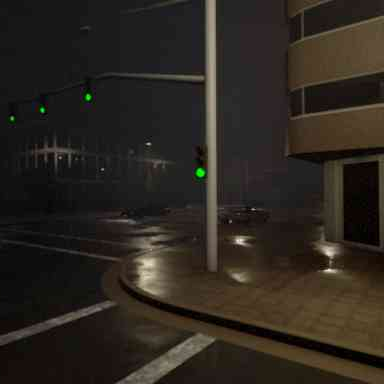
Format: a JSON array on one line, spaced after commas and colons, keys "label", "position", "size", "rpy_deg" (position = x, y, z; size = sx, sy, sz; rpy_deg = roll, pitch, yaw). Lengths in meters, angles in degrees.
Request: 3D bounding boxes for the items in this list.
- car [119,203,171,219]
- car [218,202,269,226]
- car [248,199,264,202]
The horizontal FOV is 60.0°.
[{"label": "car", "position": [-4.223, 1.699, 31.009], "size": [2.033, 1.411, 5.357], "rpy_deg": [-1, 0, 36]}, {"label": "car", "position": [3.897, 1.677, 24.154], "size": [1.895, 1.301, 4.718], "rpy_deg": [-1, 0, 36]}, {"label": "car", "position": [9.362, 1.715, 49.536], "size": [1.994, 1.385, 4.181], "rpy_deg": [-1, 0, 37]}]
